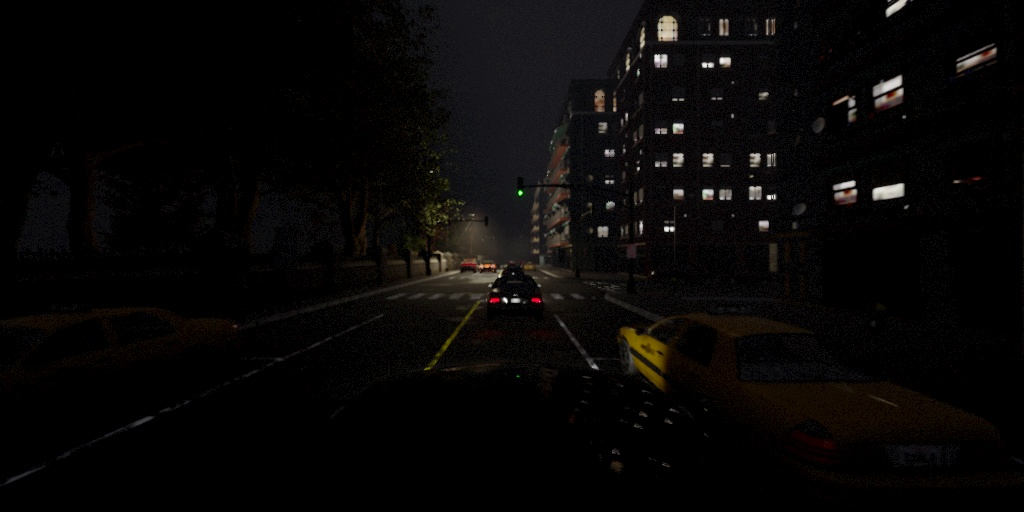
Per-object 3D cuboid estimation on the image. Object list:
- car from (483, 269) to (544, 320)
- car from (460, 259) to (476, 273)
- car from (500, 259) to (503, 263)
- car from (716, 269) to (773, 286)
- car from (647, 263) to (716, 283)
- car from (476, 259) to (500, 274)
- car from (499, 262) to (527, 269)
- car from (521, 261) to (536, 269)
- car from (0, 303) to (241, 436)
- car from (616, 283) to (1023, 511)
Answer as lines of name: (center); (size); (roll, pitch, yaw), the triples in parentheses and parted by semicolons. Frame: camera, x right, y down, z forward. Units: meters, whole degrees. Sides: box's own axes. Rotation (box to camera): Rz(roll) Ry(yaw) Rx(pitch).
car: (0.102, 1.358, 12.906); (2.033, 1.411, 5.357); (0, 0, 0)
car: (-5.680, 1.322, 48.057); (2.192, 1.841, 5.009); (0, 0, 0)
car: (-3.027, 1.588, 62.586); (2.128, 1.511, 4.902); (0, 0, 1)
car: (20.300, 1.833, 31.483); (4.507, 1.381, 1.888); (0, 0, 0)
car: (14.605, 1.500, 31.467); (5.009, 1.841, 2.192); (0, 0, 0)
car: (-3.075, 1.349, 46.144); (2.097, 1.767, 4.553); (0, 0, 0)
car: (0.106, 1.484, 33.015); (1.994, 1.385, 4.181); (0, 0, 0)
car: (2.701, 1.567, 53.761); (1.751, 1.417, 4.829); (0, 0, 0)
car: (-5.688, 1.290, 4.322); (1.751, 1.417, 4.829); (0, 0, 0)
car: (2.692, 1.290, 4.661); (1.751, 1.417, 4.829); (0, 0, 0)
